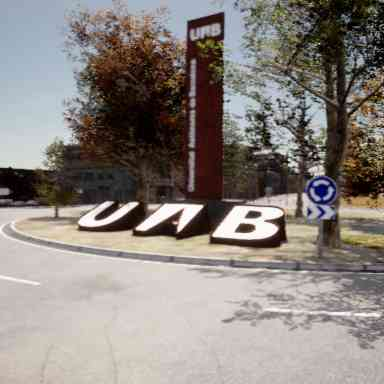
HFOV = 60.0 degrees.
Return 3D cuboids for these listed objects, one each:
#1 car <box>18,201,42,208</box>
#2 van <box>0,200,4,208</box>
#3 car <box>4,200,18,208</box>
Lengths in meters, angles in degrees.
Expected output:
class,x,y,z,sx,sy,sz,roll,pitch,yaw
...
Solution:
class,x,y,z,sx,sy,sz,roll,pitch,yaw
car,-30.483,2.346,63.476,4.674,1.452,2.002,-3,-4,36
van,-39.488,2.613,69.980,4.442,1.987,1.878,-3,-2,36
car,-34.939,2.599,66.684,4.792,1.488,2.163,-3,-2,36
